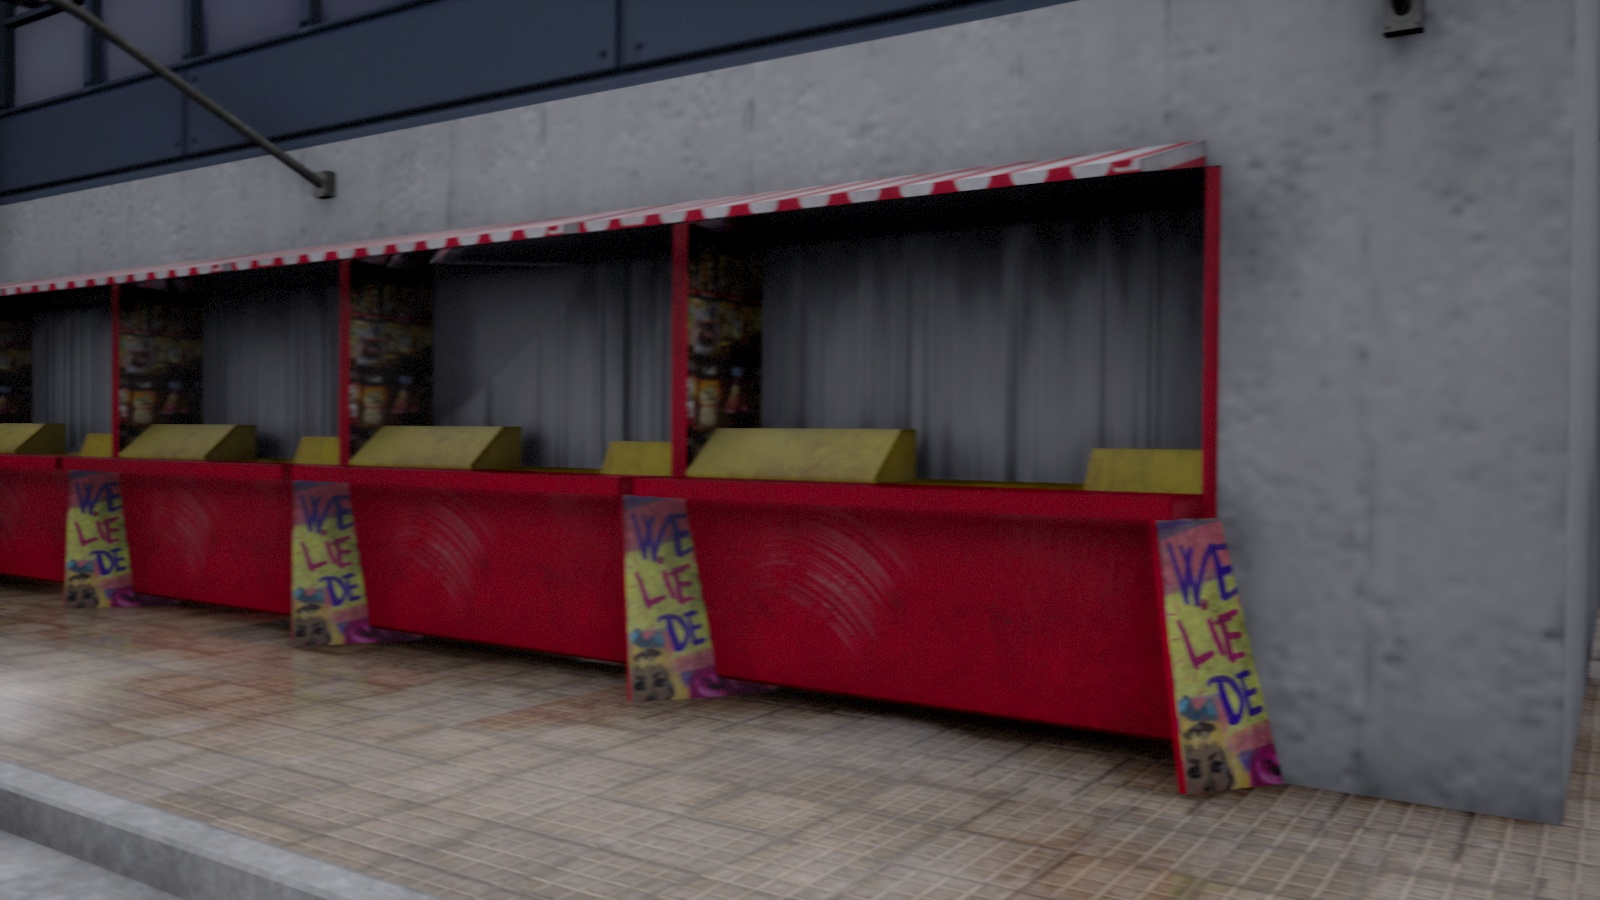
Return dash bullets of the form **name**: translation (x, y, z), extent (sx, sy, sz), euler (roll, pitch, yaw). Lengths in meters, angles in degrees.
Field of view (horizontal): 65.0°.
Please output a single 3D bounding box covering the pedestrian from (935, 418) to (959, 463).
- **pedestrian**: translation (6.218, -0.390, 53.170), extent (0.849, 1.883, 0.563), euler (0, 1, 34)
